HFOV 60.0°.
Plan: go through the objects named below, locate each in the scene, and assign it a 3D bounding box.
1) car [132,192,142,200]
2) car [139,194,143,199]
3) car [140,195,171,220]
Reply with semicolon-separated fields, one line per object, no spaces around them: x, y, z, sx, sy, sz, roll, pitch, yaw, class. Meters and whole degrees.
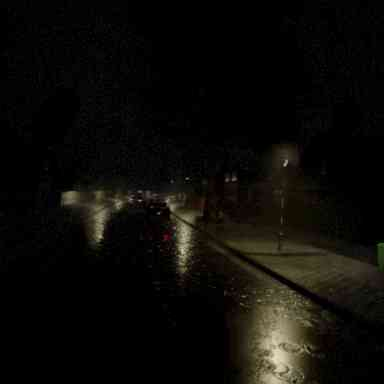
-10.813;0.733;65.868;1.882;1.535;5.008;3;0;-5;car
-4.963;1.222;39.488;1.895;1.301;4.718;3;0;-7;car
-2.734;1.267;25.918;2.128;1.511;4.902;3;0;-10;car
